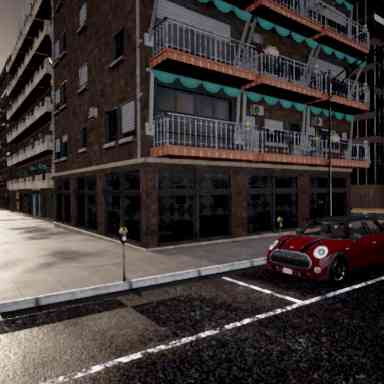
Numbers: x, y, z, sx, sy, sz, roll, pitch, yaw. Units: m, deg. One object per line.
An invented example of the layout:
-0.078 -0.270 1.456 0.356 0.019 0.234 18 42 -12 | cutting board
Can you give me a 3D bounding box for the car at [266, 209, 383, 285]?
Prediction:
3.987 1.437 9.431 4.097 1.590 1.967 0 -1 -36 | car
